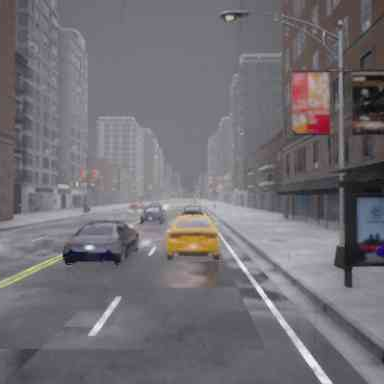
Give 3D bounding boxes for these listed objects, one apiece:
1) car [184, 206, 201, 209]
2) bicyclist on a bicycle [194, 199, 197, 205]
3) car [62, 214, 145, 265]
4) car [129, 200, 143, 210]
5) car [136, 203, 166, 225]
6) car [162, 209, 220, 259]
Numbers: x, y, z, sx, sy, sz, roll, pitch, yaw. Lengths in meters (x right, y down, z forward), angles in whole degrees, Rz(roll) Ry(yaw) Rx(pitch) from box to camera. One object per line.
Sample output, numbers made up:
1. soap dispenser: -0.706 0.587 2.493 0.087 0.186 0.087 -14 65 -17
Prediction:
1. car: 0.053 1.883 27.337 1.837 1.490 4.892 0 0 1
2. bicyclist on a bicycle: 0.919 2.737 93.138 0.866 1.612 1.509 0 -1 0
3. car: -3.198 1.736 12.447 1.994 1.385 4.181 0 -1 0
4. car: -9.776 2.164 58.558 2.097 1.767 4.553 0 -1 1
5. car: -3.193 1.911 27.967 1.812 1.442 4.674 0 -1 0
6. car: 0.058 1.663 13.464 1.882 1.535 5.008 0 0 0
